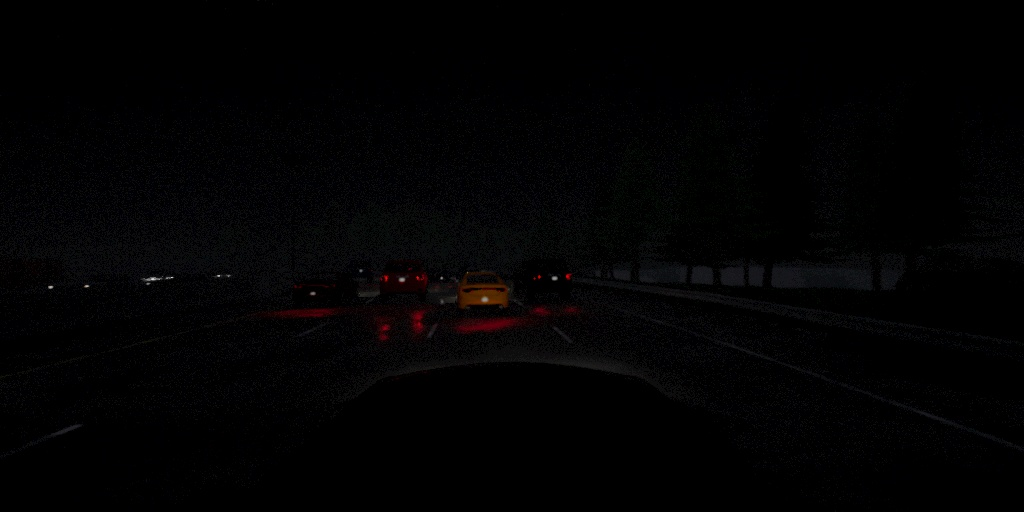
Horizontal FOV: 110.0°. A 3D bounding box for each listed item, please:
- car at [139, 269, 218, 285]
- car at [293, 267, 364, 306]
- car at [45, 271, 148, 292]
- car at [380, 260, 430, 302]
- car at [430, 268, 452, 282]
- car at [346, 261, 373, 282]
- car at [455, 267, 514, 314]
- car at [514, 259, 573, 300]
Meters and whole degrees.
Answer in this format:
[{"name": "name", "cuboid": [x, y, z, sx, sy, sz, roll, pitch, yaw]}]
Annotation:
[{"name": "car", "cuboid": [-21.620, 1.766, 23.531, 1.895, 1.301, 4.718, 0, -1, -20]}, {"name": "car", "cuboid": [-8.953, 1.484, 17.652, 1.882, 1.535, 5.008, 0, -1, -11]}, {"name": "car", "cuboid": [-24.539, 1.759, 21.324, 1.895, 1.301, 4.718, 0, -1, -19]}, {"name": "car", "cuboid": [-5.666, 1.225, 19.218, 2.150, 2.045, 5.566, 0, -1, -12]}, {"name": "car", "cuboid": [-7.426, 1.815, 35.446, 1.895, 1.301, 4.718, 0, -1, -23]}, {"name": "car", "cuboid": [-14.811, 1.478, 34.878, 2.150, 2.045, 5.566, 0, -1, -25]}, {"name": "car", "cuboid": [-1.326, 1.399, 14.952, 1.882, 1.535, 5.008, 0, -1, -9]}, {"name": "car", "cuboid": [1.441, 1.178, 19.354, 2.150, 2.045, 5.566, 0, -1, -12]}]
